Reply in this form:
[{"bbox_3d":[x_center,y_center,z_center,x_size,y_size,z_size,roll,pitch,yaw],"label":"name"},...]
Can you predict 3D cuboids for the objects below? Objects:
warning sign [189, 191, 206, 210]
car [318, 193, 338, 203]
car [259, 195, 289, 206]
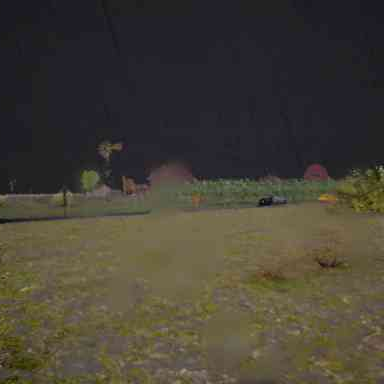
[{"bbox_3d":[0.556,0.852,33.280,1.060,1.860,1.300,-1,-1,-35],"label":"warning sign"},{"bbox_3d":[21.355,0.835,50.787,5.008,1.535,1.882,-1,-1,-35],"label":"car"},{"bbox_3d":[10.658,1.124,43.291,4.181,1.385,1.994,-1,-1,-34],"label":"car"}]
